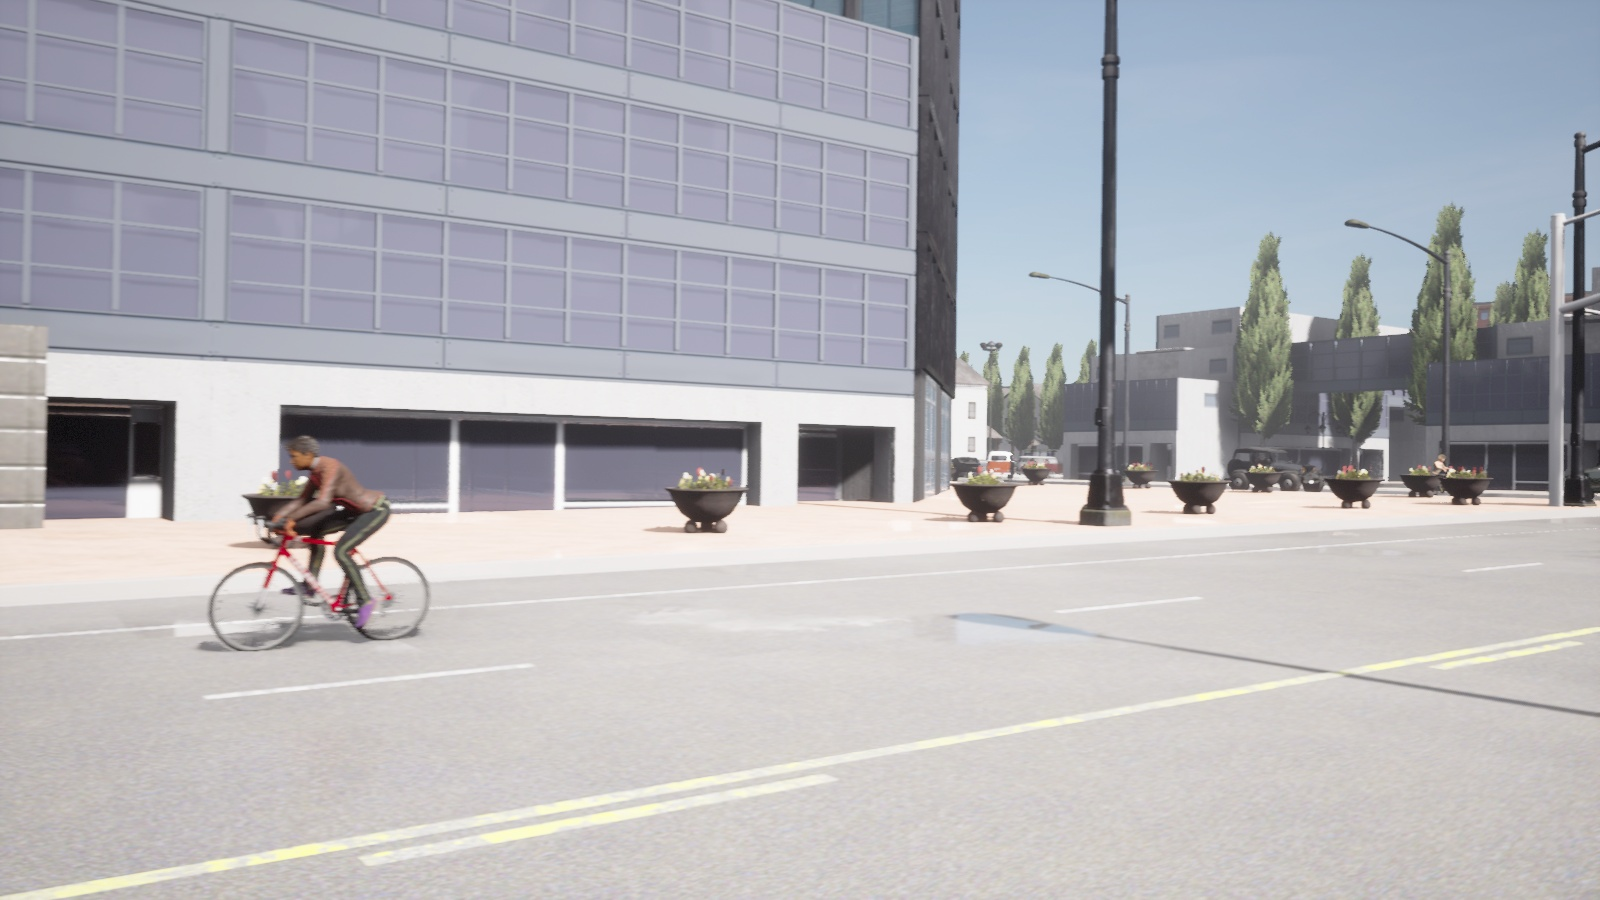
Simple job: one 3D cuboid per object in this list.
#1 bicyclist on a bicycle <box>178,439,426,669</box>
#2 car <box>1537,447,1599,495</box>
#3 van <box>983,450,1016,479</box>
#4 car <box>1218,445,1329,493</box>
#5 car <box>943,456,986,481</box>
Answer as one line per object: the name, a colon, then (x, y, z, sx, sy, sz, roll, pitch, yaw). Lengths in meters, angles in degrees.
bicyclist on a bicycle: (-3.768, 0.729, 9.563, 1.656, 1.620, 0.582, 0, 0, -35)
car: (28.765, 0.740, 43.605, 2.152, 1.651, 5.027, 1, -1, -41)
van: (14.707, 1.075, 92.260, 2.069, 2.038, 4.480, 1, -1, 13)
car: (19.316, 0.747, 51.334, 1.905, 1.878, 3.866, 1, -1, -35)
car: (10.179, 1.156, 78.015, 1.837, 1.490, 4.892, 0, -1, -2)
